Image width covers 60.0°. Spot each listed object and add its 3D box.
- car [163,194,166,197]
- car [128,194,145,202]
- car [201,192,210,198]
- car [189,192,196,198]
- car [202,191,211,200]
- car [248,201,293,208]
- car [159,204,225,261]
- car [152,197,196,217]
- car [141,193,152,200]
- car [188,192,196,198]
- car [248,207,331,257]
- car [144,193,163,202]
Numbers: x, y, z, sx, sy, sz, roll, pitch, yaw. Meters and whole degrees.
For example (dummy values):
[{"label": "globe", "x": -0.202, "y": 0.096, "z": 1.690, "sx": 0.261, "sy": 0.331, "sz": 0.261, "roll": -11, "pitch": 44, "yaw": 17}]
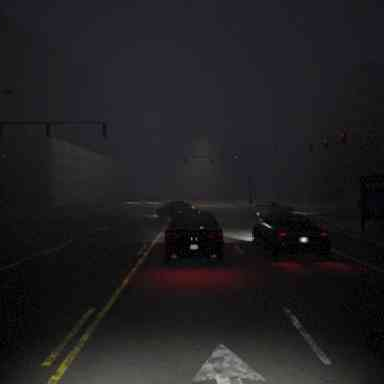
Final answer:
[{"label": "car", "x": -6.948, "y": 1.070, "z": 76.762, "sx": 1.812, "sy": 1.442, "sz": 4.674, "roll": 0, "pitch": 0, "yaw": 0}, {"label": "car", "x": -10.495, "y": 1.204, "z": 61.064, "sx": 1.994, "sy": 1.385, "sz": 4.181, "roll": 0, "pitch": 0, "yaw": 1}, {"label": "car", "x": 3.560, "y": 0.888, "z": 88.942, "sx": 2.128, "sy": 1.511, "sz": 4.902, "roll": 0, "pitch": 0, "yaw": 0}, {"label": "car", "x": 0.060, "y": 0.841, "z": 88.944, "sx": 1.882, "sy": 1.535, "sz": 5.008, "roll": 0, "pitch": 0, "yaw": 0}, {"label": "car", "x": 3.553, "y": 1.050, "z": 78.941, "sx": 1.812, "sy": 1.442, "sz": 4.674, "roll": 0, "pitch": 0, "yaw": 0}, {"label": "car", "x": 6.759, "y": 1.435, "z": 28.058, "sx": 1.895, "sy": 1.301, "sz": 4.718, "roll": 0, "pitch": 0, "yaw": 42}, {"label": "car", "x": 0.074, "y": 1.406, "z": 12.014, "sx": 1.882, "sy": 1.535, "sz": 5.008, "roll": 0, "pitch": 0, "yaw": 0}, {"label": "car", "x": -1.214, "y": 1.396, "z": 25.603, "sx": 2.033, "sy": 1.411, "sz": 5.357, "roll": 0, "pitch": 0, "yaw": -21}, {"label": "car", "x": -10.448, "y": 1.070, "z": 76.724, "sx": 1.812, "sy": 1.442, "sz": 4.674, "roll": 0, "pitch": 0, "yaw": 0}, {"label": "car", "x": 0.053, "y": 1.050, "z": 78.944, "sx": 1.812, "sy": 1.442, "sz": 4.674, "roll": 0, "pitch": 0, "yaw": 0}, {"label": "car", "x": 3.583, "y": 1.489, "z": 12.644, "sx": 1.994, "sy": 1.385, "sz": 4.181, "roll": 0, "pitch": 0, "yaw": 0}, {"label": "car", "x": -6.994, "y": 1.202, "z": 61.110, "sx": 1.994, "sy": 1.385, "sz": 4.181, "roll": 0, "pitch": 0, "yaw": 1}]
